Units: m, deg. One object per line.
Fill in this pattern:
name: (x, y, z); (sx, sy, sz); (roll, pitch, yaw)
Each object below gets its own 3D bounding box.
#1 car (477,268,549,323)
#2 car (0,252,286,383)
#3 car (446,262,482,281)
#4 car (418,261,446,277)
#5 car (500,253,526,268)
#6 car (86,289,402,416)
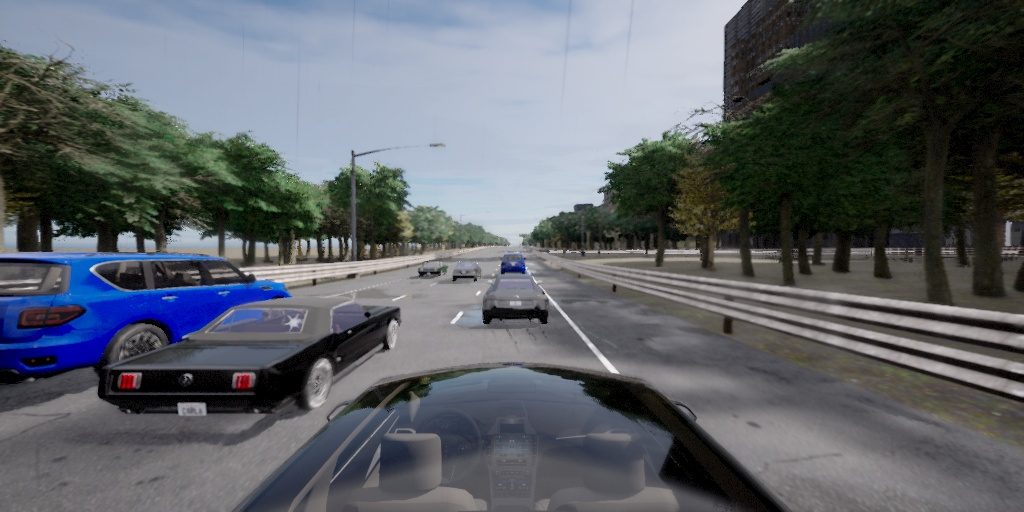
car: (0.101, 1.286, 11.998); (1.994, 1.385, 4.181); (0, 0, 0)
car: (-6.900, 0.958, 7.195); (2.150, 2.045, 5.566); (0, 0, 0)
car: (-3.400, 1.151, 27.700); (2.033, 1.411, 5.357); (0, 1, 0)
car: (-6.902, 1.129, 31.936); (1.895, 1.301, 4.718); (0, 1, 0)
car: (0.099, 0.738, 32.481); (2.150, 2.045, 5.566); (0, 1, 0)
car: (-3.400, 1.340, 6.038); (1.895, 1.301, 4.718); (0, 0, 0)
